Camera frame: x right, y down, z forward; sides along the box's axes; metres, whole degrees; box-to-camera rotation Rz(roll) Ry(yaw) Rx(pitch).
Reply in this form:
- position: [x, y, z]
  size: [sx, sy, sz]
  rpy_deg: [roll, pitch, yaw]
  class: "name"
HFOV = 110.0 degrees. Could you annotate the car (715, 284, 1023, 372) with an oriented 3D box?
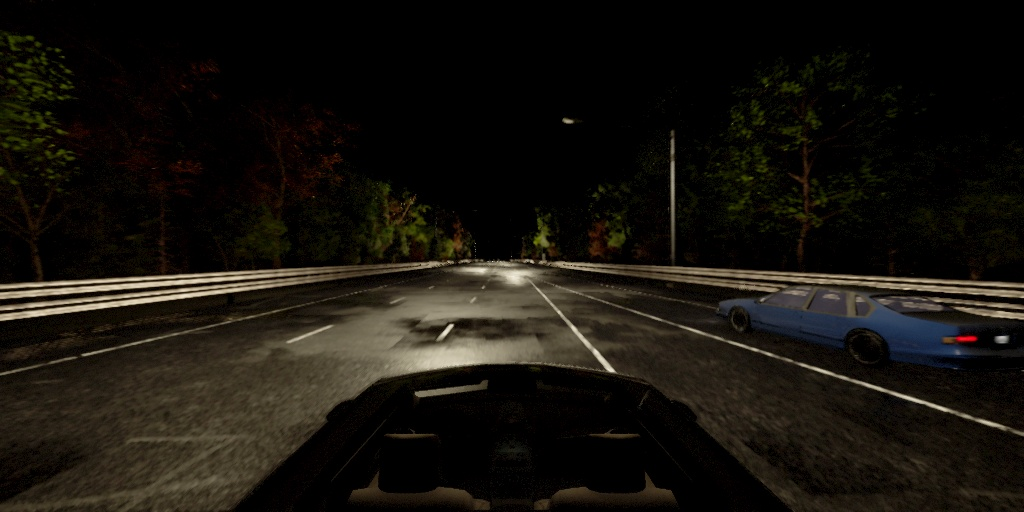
- position: [7.079, 1.320, 7.913]
  size: [2.033, 1.411, 5.357]
  rpy_deg: [0, 0, -8]
  class: "car"
